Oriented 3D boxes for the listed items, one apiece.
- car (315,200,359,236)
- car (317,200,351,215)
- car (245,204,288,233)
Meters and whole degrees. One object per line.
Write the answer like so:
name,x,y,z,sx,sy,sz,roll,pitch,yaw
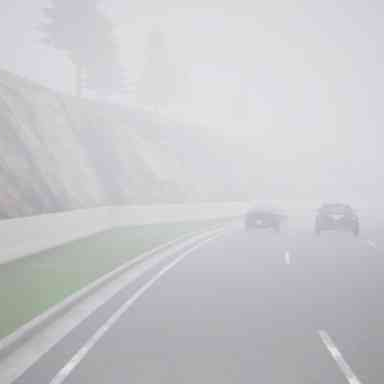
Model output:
car,8.218,1.368,18.904,2.097,1.767,4.553,1,0,23
car,15.104,1.589,35.286,1.994,1.385,4.181,1,1,44
car,4.541,1.463,19.910,1.882,1.535,5.008,0,0,23
